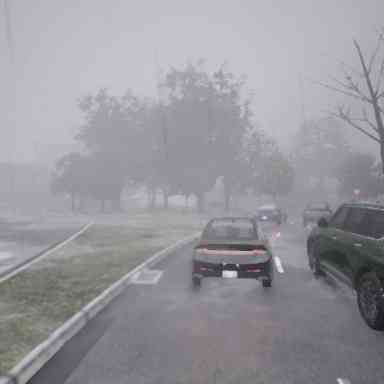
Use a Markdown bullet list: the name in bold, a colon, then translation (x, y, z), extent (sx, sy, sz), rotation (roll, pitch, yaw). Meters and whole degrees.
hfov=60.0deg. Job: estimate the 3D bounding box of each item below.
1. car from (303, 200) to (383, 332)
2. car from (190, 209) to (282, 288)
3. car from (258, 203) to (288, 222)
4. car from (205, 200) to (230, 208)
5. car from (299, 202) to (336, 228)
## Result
- **car**: translation (4.028, 1.167, 6.779), extent (2.150, 2.045, 5.566), rotation (0, 0, 5)
- **car**: translation (1.130, 1.441, 9.126), extent (2.128, 1.511, 4.902), rotation (0, 0, 9)
- **car**: translation (5.733, 1.544, 24.153), extent (1.812, 1.442, 4.674), rotation (-1, -1, 24)
- **car**: translation (5.029, 2.403, 66.107), extent (5.008, 1.535, 1.882), rotation (0, -1, 19)
- **car**: translation (8.863, 1.486, 23.192), extent (2.128, 1.511, 4.902), rotation (-1, -1, 24)
